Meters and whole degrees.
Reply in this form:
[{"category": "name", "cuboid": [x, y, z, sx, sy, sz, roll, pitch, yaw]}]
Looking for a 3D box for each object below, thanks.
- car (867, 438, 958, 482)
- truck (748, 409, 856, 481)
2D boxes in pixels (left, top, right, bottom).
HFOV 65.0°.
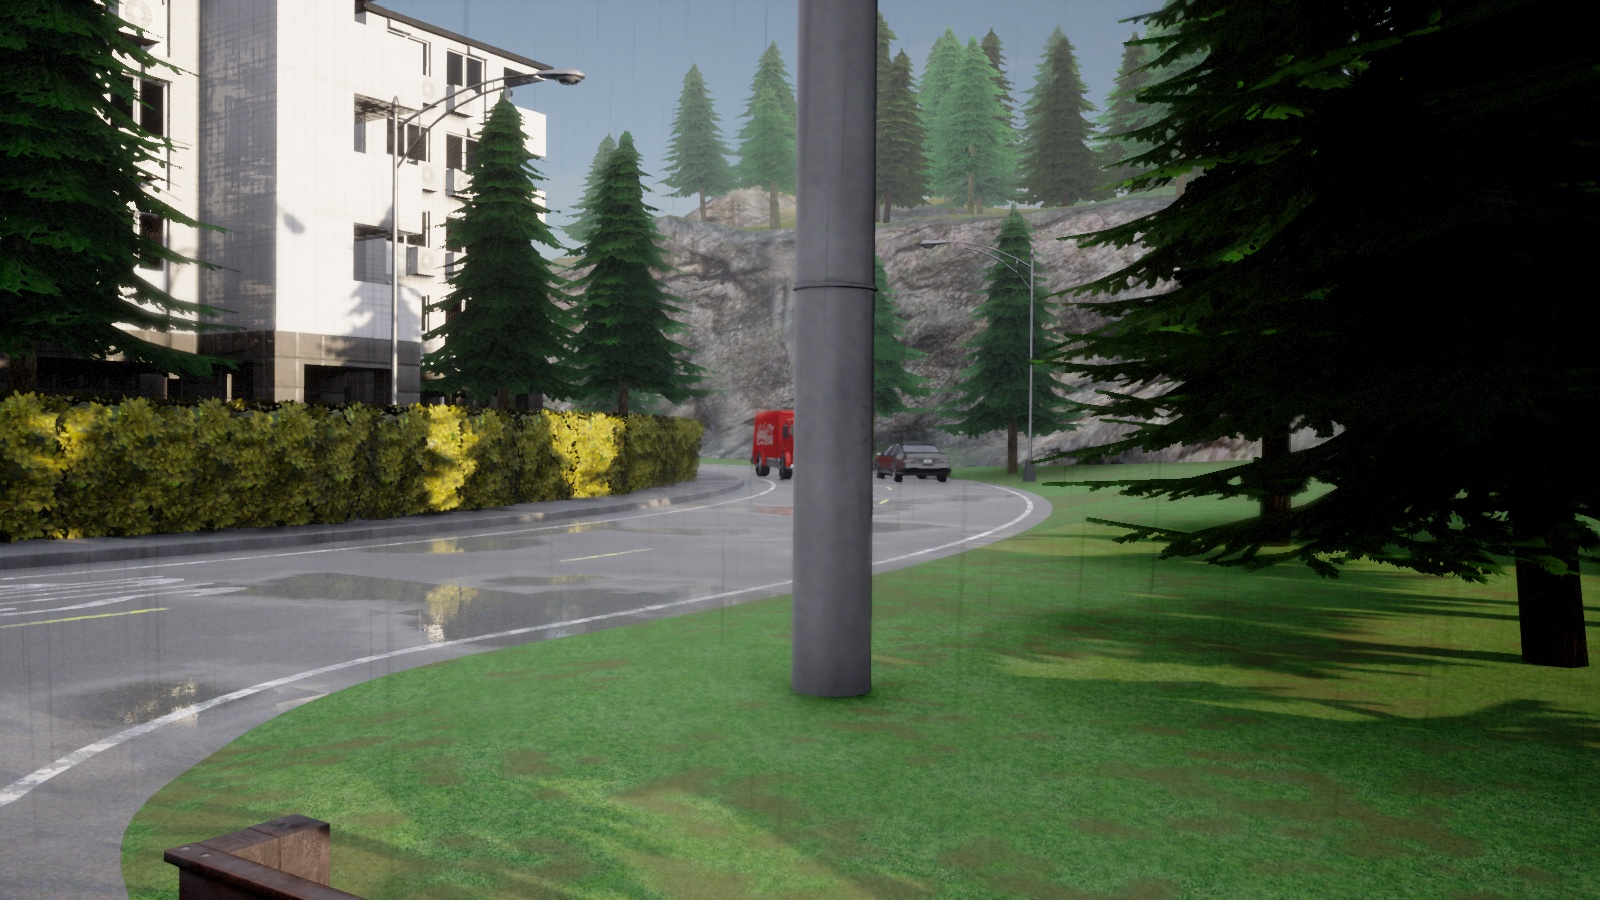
[{"category": "car", "cuboid": [3.912, 0.312, 44.554, 2.033, 1.411, 5.357, -1, 1, -8]}, {"category": "truck", "cuboid": [-0.013, -0.208, 46.085, 2.627, 2.467, 5.204, -1, 1, -16]}]
